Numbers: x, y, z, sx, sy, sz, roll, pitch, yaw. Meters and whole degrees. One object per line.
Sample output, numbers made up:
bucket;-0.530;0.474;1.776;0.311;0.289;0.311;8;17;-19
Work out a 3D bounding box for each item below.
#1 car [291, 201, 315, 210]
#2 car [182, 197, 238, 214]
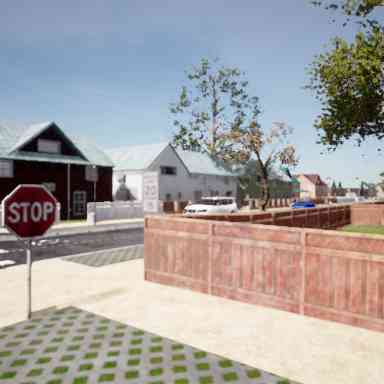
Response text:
car;14.595;1.871;43.703;1.882;1.535;5.008;0;-1;37
car;1.582;1.412;26.549;2.150;2.045;5.566;0;0;37
